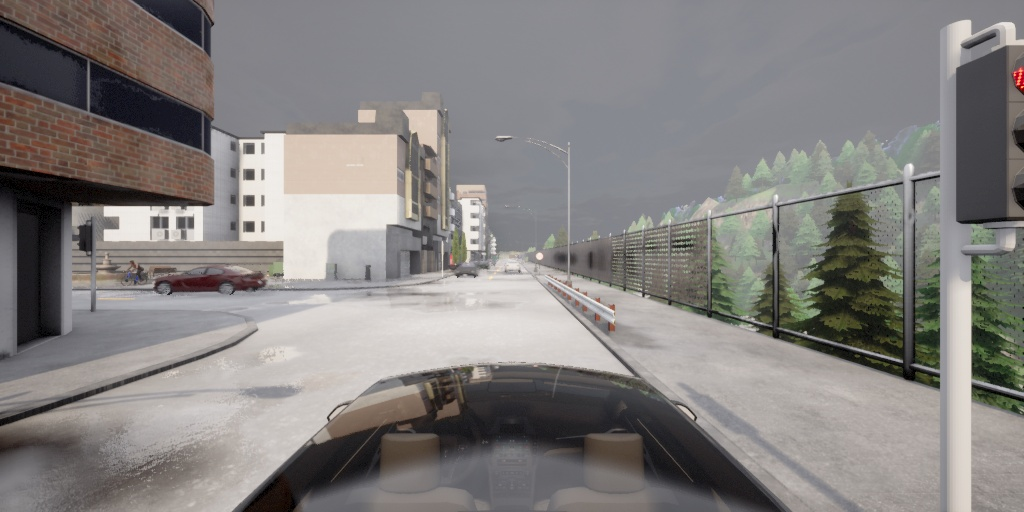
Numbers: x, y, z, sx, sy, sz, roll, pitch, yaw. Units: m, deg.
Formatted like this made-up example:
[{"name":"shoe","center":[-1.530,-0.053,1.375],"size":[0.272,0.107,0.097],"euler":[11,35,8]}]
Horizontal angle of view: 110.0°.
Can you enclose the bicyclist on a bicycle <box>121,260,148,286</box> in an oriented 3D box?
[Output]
[{"name":"bicyclist on a bicycle","center":[-24.284,1.099,23.067],"size":[0.582,1.620,1.656],"euler":[0,0,0]}]

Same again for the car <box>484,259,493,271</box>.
[{"name":"car","center":[-4.097,1.351,50.394],"size":[1.895,1.301,4.718],"euler":[0,0,0]}]

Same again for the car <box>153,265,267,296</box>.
[{"name":"car","center":[-15.713,1.227,18.790],"size":[5.008,1.535,1.882],"euler":[0,0,-1]}]

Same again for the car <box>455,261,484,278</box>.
[{"name":"car","center":[-4.098,1.297,33.866],"size":[2.033,1.411,5.357],"euler":[0,0,0]}]

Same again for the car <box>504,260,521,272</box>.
[{"name":"car","center":[0.086,1.275,45.800],"size":[1.812,1.442,4.674],"euler":[0,0,0]}]
